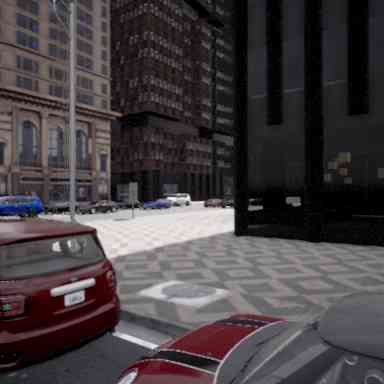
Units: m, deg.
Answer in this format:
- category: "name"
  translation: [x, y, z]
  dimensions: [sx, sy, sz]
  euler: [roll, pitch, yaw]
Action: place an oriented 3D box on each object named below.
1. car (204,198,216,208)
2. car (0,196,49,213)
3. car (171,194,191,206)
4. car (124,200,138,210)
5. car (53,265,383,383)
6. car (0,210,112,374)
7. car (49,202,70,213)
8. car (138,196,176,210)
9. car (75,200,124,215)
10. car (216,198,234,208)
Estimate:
- category: "car"
  translation: [3.607, 1.670, 51.315]
  dimensions: [1.994, 1.385, 4.181]
  euler: [0, 0, 37]
- category: "car"
  translation: [-16.106, 1.422, 29.539]
  dimensions: [2.150, 2.045, 5.566]
  euler: [0, 0, 34]
- category: "car"
  translation: [-2.455, 1.356, 54.165]
  dimensions: [2.150, 2.045, 5.566]
  euler: [0, 0, 36]
- category: "car"
  translation: [-8.710, 1.769, 45.473]
  dimensions: [1.895, 1.301, 4.718]
  euler: [0, 0, 36]
- category: "car"
  translation: [1.227, 1.441, 2.085]
  dimensions: [4.097, 1.590, 1.967]
  euler: [-1, 0, 35]
- category: "car"
  translation: [-3.337, 1.363, 5.336]
  dimensions: [5.009, 1.841, 2.192]
  euler: [-1, 0, 35]
- category: "car"
  translation: [-14.491, 1.796, 37.379]
  dimensions: [1.895, 1.301, 4.718]
  euler: [0, 0, 36]
- category: "car"
  translation: [-4.743, 1.674, 45.437]
  dimensions: [1.812, 1.442, 4.674]
  euler: [0, 0, 36]
- category: "car"
  translation: [-10.451, 1.679, 37.442]
  dimensions: [1.837, 1.490, 4.892]
  euler: [0, 0, 36]
- category: "car"
  translation: [6.015, 1.598, 49.090]
  dimensions: [1.837, 1.490, 4.892]
  euler: [0, 0, 36]
